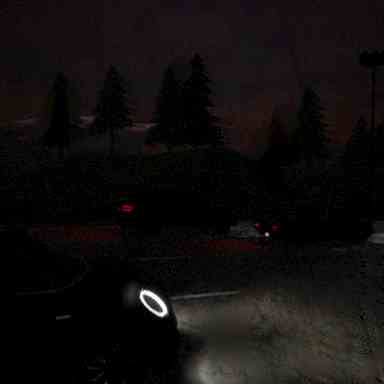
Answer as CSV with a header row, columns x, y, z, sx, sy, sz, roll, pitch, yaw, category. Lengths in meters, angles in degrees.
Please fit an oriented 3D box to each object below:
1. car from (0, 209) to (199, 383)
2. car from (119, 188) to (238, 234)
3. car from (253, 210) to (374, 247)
x,y,z,sx,sy,sz,roll,pitch,yaw,category
-2.455,1.209,3.915,4.553,1.767,2.097,1,1,-18,car
-0.646,0.867,15.545,5.566,2.045,2.150,1,1,-18,car
5.054,1.399,13.734,4.718,1.301,1.895,1,1,-18,car
